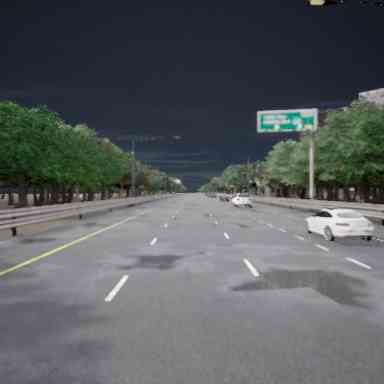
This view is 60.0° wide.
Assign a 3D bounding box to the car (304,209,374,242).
[{"bbox_3d":[7.016,1.527,16.220,1.812,1.442,4.674,0,0,0],"label":"car"}]

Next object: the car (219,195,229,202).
[{"bbox_3d":[7.165,1.464,74.788,1.812,1.442,4.674,0,0,0],"label":"car"}]

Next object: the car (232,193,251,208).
[{"bbox_3d":[7.096,1.185,47.724,2.150,2.045,5.566,0,0,0],"label":"car"}]
